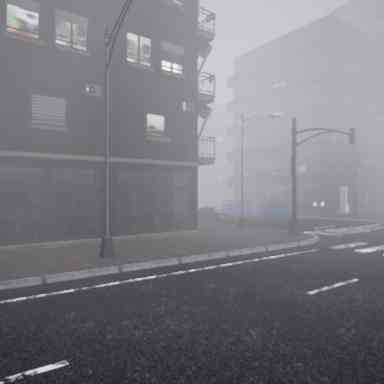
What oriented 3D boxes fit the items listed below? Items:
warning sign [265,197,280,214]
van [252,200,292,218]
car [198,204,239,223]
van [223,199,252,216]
[{"bbox_3d":[8.926,1.478,36.927,1.300,1.860,1.060,1,-1,-36],"label":"warning sign"},{"bbox_3d":[8.437,1.674,33.537,1.690,1.788,3.998,-1,0,-36],"label":"van"},{"bbox_3d":[1.701,1.923,28.613,1.802,1.307,4.206,-1,0,-36],"label":"car"},{"bbox_3d":[5.118,1.747,38.050,1.690,1.788,3.998,-1,0,-36],"label":"van"}]
